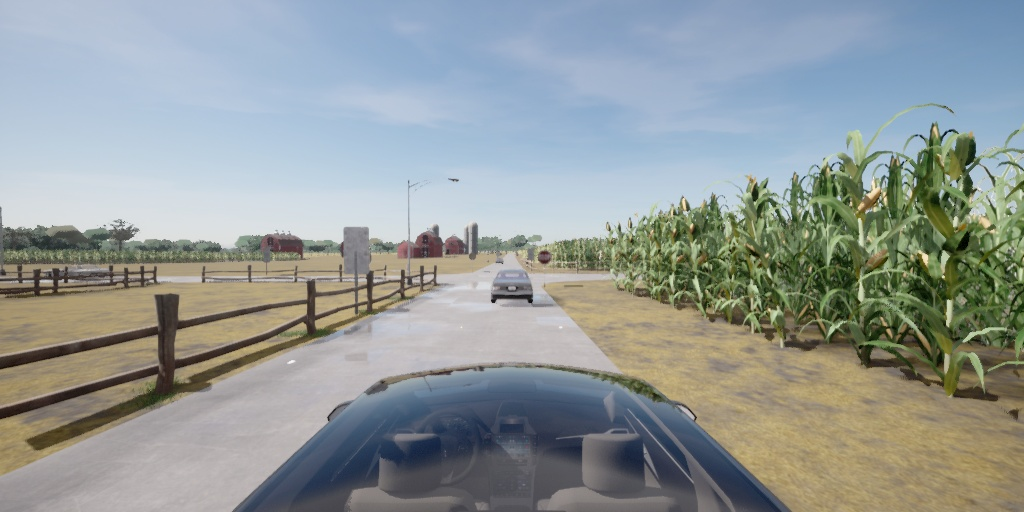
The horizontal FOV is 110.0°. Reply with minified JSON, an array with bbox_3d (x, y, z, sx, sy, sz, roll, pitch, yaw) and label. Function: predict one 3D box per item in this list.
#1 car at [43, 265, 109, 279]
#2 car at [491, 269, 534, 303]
[{"bbox_3d":[-41.900,1.529,34.605,4.718,1.301,1.895,0,1,0],"label":"car"},{"bbox_3d":[0.000,1.307,16.503,2.033,1.411,5.357,0,0,0],"label":"car"}]
